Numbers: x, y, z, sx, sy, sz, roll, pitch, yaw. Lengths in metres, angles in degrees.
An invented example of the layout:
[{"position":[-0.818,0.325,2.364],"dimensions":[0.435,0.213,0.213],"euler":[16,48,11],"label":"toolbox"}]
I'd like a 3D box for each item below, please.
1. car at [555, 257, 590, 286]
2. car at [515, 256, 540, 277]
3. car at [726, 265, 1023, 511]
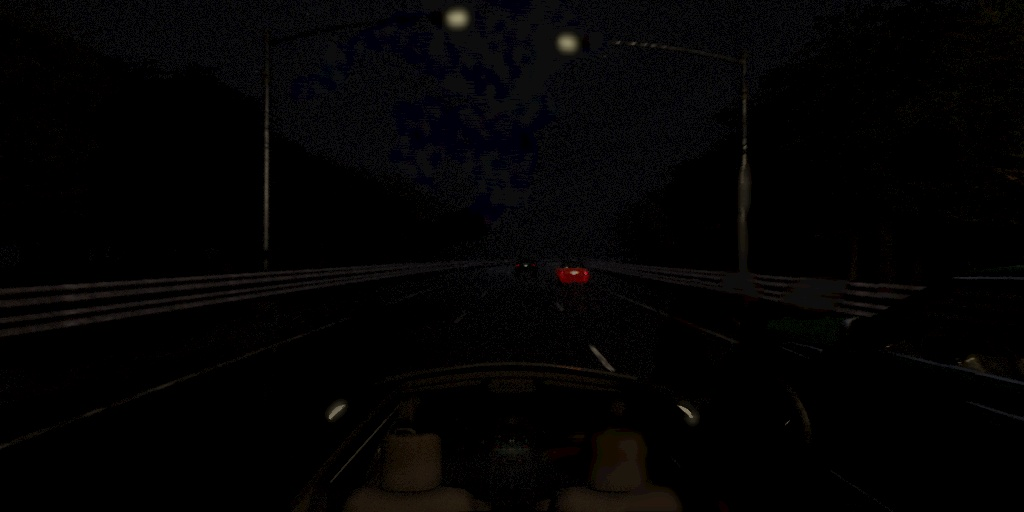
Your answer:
[{"position":[4.212,1.152,25.706],"dimensions":[2.097,1.767,4.553],"euler":[0,0,3],"label":"car"},{"position":[1.553,1.028,37.264],"dimensions":[2.150,2.045,5.566],"euler":[0,0,5],"label":"car"},{"position":[3.483,0.994,1.673],"dimensions":[2.150,2.045,5.566],"euler":[0,0,0],"label":"car"}]
